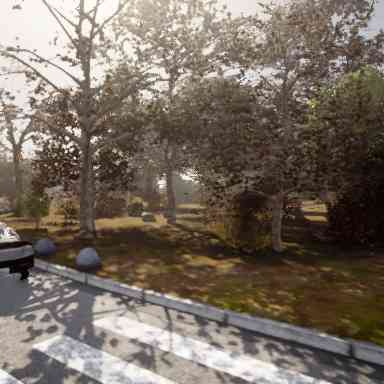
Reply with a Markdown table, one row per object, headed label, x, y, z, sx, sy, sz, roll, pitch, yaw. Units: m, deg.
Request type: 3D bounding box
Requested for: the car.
| label | x | y | z | sx | sy | sz | roll | pitch | yaw |
| --- | --- | --- | --- | --- | --- | --- | --- | --- | --- |
| car | -5.860 | 1.466 | 8.633 | 4.902 | 1.511 | 2.128 | 0 | 0 | 41 |
